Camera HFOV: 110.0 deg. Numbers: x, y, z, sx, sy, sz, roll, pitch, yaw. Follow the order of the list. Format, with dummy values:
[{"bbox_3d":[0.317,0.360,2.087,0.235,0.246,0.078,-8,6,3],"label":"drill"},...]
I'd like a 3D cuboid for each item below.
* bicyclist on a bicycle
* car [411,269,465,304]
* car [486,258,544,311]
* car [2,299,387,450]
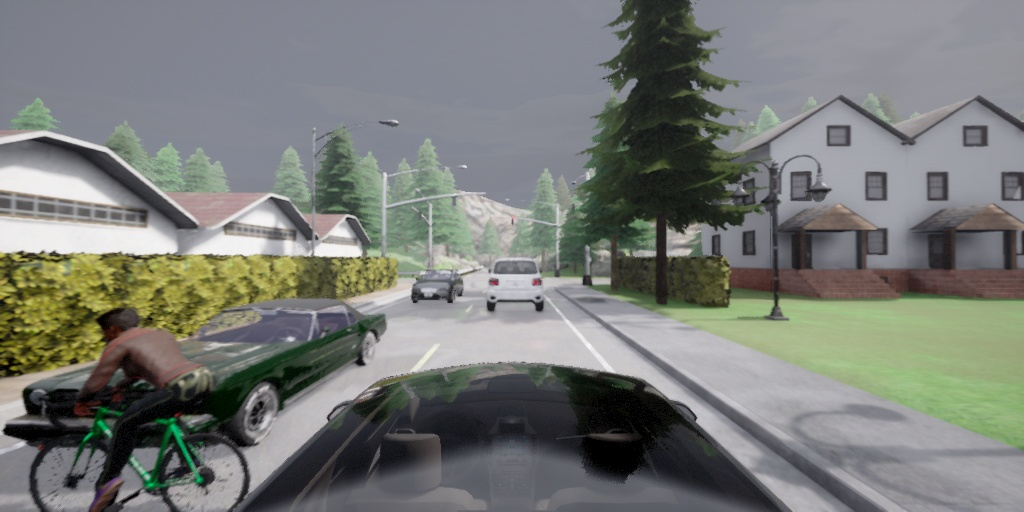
[{"bbox_3d":[-2.791,1.212,2.690,1.656,1.620,0.582,0,-1,0],"label":"bicyclist on a bicycle"},{"bbox_3d":[-3.495,1.395,17.561,2.128,1.511,4.902,0,-1,1],"label":"car"},{"bbox_3d":[0.129,1.104,15.277,2.150,2.045,5.566,0,-1,0],"label":"car"},{"bbox_3d":[-3.586,1.386,5.400,1.895,1.301,4.718,0,-1,0],"label":"car"}]
